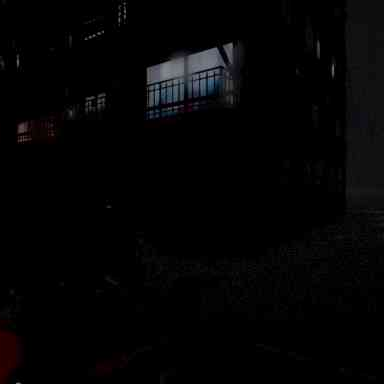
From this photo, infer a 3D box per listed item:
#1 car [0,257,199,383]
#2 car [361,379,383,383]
[{"bbox_3d":[-2.032,1.545,4.327,4.507,1.381,1.887,0,0,36],"label":"car"},{"bbox_3d":[2.555,1.566,1.052,4.313,1.339,1.947,0,0,36],"label":"car"}]
